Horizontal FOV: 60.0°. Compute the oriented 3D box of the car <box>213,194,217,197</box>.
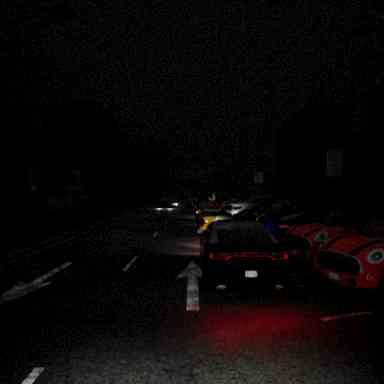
[{"bbox_3d":[5.478,1.400,41.372,4.553,1.767,2.185,1,0,-20],"label":"car"}]

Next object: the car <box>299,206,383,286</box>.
[{"bbox_3d":[5.355,1.356,8.347,4.553,1.767,2.185,1,0,-20],"label":"car"}]

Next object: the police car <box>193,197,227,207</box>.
[{"bbox_3d":[1.227,1.431,25.170,1.930,1.638,5.238,0,0,0],"label":"police car"}]

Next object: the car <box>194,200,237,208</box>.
[{"bbox_3d":[1.207,1.454,19.250,1.801,1.575,5.366,0,0,0],"label":"car"}]

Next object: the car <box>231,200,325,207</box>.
[{"bbox_3d":[5.192,1.480,20.281,5.366,1.575,1.946,1,0,-20],"label":"car"}]

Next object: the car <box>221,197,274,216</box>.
[{"bbox_3d":[5.383,1.377,32.354,4.553,1.767,2.185,1,0,-20],"label":"car"}]

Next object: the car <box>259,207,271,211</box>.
[{"bbox_3d":[5.339,1.521,14.345,4.674,1.452,2.002,1,0,-20],"label":"car"}]

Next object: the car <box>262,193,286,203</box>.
[{"bbox_3d":[18.467,1.379,75.390,2.435,2.045,5.566,0,1,-21],"label":"car"}]

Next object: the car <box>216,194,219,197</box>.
[{"bbox_3d":[5.394,1.384,35.355,4.553,1.767,2.185,1,0,-20],"label":"car"}]

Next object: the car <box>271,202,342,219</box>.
[{"bbox_3d":[5.365,1.356,11.349,4.553,1.767,2.185,1,0,-20],"label":"car"}]

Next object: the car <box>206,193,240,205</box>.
[{"bbox_3d":[5.483,1.324,59.413,5.566,2.045,2.435,1,0,-20],"label":"car"}]

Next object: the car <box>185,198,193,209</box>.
[{"bbox_3d":[0.100,1.533,47.139,1.882,1.535,5.008,0,0,1],"label":"car"}]

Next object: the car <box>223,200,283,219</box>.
[{"bbox_3d":[5.377,1.527,29.340,4.792,1.488,2.163,1,0,-20],"label":"car"}]

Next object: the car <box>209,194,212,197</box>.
[{"bbox_3d":[5.287,1.553,53.319,5.366,1.575,1.946,1,0,-20],"label":"car"}]

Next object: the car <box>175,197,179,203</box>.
[{"bbox_3d":[-3.784,1.684,69.540,1.994,1.385,4.181,0,0,2],"label":"car"}]

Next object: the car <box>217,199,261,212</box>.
[{"bbox_3d":[5.436,1.557,38.363,4.674,1.452,2.002,1,0,-20],"label":"car"}]

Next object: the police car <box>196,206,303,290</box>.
[{"bbox_3d":[1.177,1.420,9.169,1.930,1.638,5.238,0,0,0],"label":"police car"}]

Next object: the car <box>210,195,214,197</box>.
[{"bbox_3d":[5.444,1.533,44.375,5.008,1.535,2.097,1,0,-20],"label":"car"}]

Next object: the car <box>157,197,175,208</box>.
[{"bbox_3d":[-4.044,1.539,49.403,1.882,1.535,5.008,0,0,0],"label":"car"}]

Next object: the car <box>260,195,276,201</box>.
[{"bbox_3d":[21.086,1.713,92.446,2.163,1.488,4.792,0,-1,-21],"label":"car"}]

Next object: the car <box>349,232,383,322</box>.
[{"bbox_3d":[5.286,1.511,5.327,4.792,1.488,2.163,1,0,-20],"label":"car"}]

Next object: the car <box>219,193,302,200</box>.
[{"bbox_3d":[5.368,1.241,26.340,5.566,2.045,2.435,1,0,-20],"label":"car"}]
